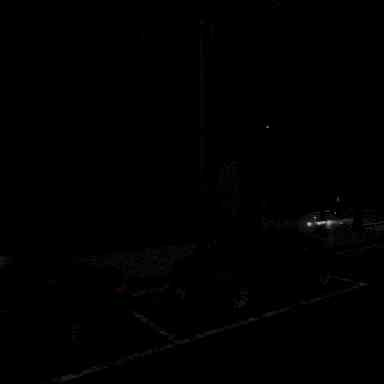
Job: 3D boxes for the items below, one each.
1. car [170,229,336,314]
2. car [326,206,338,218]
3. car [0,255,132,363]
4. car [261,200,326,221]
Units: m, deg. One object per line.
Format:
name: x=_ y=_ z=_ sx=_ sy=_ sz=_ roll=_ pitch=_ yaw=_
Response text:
car: x=1.555 y=1.565 z=7.643 sx=4.313 sy=1.339 sz=1.947 roll=0 pitch=0 yaw=-35
car: x=10.264 y=1.479 z=29.125 sx=1.837 sy=1.490 sz=4.892 roll=0 pitch=0 yaw=-36
car: x=-2.883 y=1.582 z=4.478 sx=4.206 sy=1.307 sz=1.802 roll=0 pitch=0 yaw=-35
car: x=7.682 y=1.531 z=27.148 sx=2.033 sy=1.411 sz=5.357 roll=0 pitch=0 yaw=-36
